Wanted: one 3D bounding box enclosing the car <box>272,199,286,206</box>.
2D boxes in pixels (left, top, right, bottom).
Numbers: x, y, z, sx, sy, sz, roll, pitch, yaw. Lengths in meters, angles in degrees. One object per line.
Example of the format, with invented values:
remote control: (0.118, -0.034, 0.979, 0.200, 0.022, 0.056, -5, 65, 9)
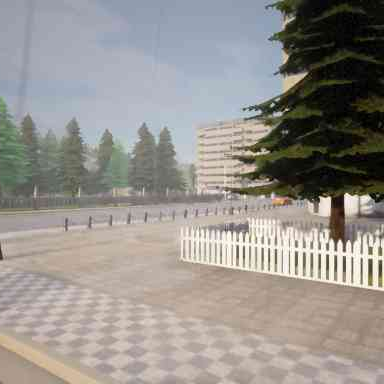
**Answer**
car: (15.431, 1.352, 56.690, 2.097, 1.767, 4.553, 0, 0, 36)
